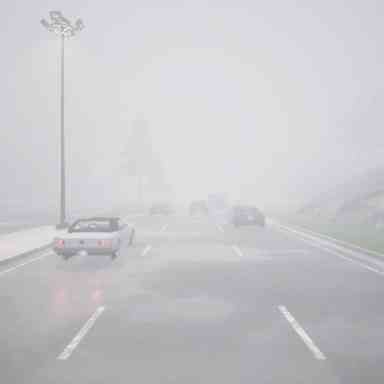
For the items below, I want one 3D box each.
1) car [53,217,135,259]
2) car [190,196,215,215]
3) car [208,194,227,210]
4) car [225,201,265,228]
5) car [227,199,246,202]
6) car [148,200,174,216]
[{"bbox_3d":[-3.402,1.604,12.585,1.895,1.301,4.718,0,0,0],"label":"car"},{"bbox_3d":[0.929,1.513,34.318,1.837,1.490,4.892,0,0,9],"label":"car"},{"bbox_3d":[3.412,1.232,44.492,2.150,2.045,5.566,0,0,16],"label":"car"},{"bbox_3d":[3.625,1.569,22.523,1.994,1.385,4.181,0,0,1],"label":"car"},{"bbox_3d":[5.746,1.535,39.835,1.812,1.442,4.674,0,0,15],"label":"car"},{"bbox_3d":[-2.933,1.533,32.268,1.812,1.442,4.674,0,0,5],"label":"car"}]
